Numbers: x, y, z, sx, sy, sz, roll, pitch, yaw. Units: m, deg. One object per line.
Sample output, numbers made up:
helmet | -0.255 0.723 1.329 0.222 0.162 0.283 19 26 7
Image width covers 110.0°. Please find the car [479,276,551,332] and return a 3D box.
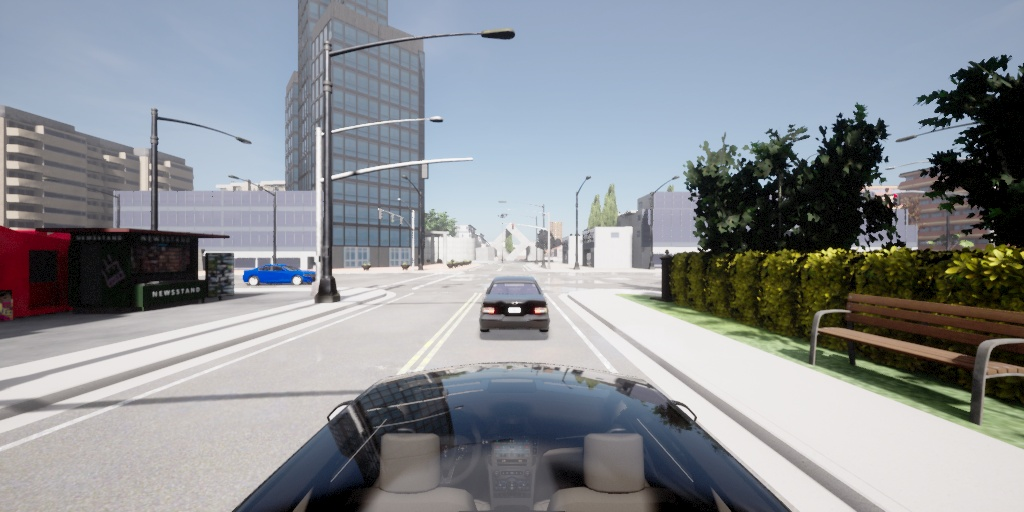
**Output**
car | 0.068 1.297 10.781 2.033 1.411 5.357 0 0 0

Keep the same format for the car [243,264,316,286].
car | -16.781 1.335 26.188 5.008 1.535 1.882 -1 0 0
